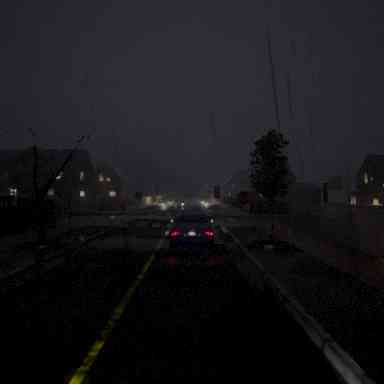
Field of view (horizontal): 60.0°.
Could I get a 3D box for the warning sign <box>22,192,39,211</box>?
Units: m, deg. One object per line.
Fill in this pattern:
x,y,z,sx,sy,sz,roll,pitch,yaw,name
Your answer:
-15.789,0.888,32.587,1.060,1.860,1.300,0,0,0,warning sign

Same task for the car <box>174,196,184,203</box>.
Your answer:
-2.750,1.681,73.125,1.837,1.490,4.892,0,0,0,car

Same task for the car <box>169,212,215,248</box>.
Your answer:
0.000,1.575,14.652,2.033,1.411,5.357,0,0,0,car
